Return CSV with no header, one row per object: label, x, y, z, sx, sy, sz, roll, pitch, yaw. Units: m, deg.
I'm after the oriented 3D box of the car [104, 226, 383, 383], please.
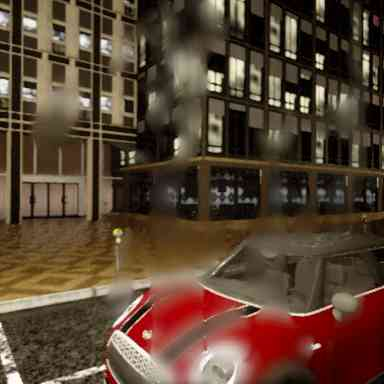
car,1.262,1.386,4.264,4.553,1.767,2.097,1,0,-35
